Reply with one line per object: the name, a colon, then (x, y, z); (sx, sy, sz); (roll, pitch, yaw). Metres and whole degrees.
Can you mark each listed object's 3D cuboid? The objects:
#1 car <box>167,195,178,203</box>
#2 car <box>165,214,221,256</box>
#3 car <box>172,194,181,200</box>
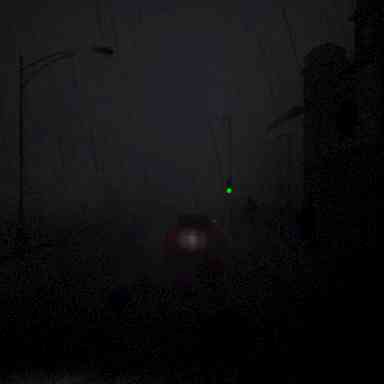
car: (-3.999, 1.361, 69.560); (2.097, 1.767, 4.553); (0, 0, 0)
car: (0.044, 1.565, 13.141); (1.994, 1.385, 4.181); (0, 0, 1)
car: (-3.999, 1.360, 85.154); (2.033, 1.411, 5.357); (0, 0, 0)
